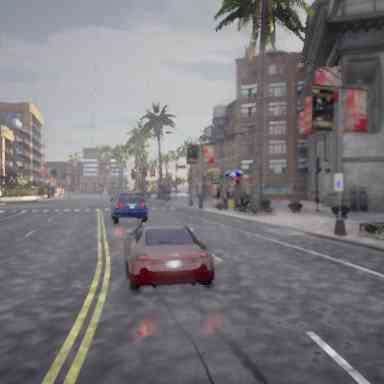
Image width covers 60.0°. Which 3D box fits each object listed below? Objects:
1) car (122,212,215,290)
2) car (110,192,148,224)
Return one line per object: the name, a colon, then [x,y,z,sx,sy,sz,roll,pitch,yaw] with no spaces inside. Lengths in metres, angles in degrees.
car: [-0.788,1.466,8.950,1.994,1.385,4.181,0,1,-12]
car: [-4.398,0.985,23.052,2.150,2.045,5.566,0,1,-16]
